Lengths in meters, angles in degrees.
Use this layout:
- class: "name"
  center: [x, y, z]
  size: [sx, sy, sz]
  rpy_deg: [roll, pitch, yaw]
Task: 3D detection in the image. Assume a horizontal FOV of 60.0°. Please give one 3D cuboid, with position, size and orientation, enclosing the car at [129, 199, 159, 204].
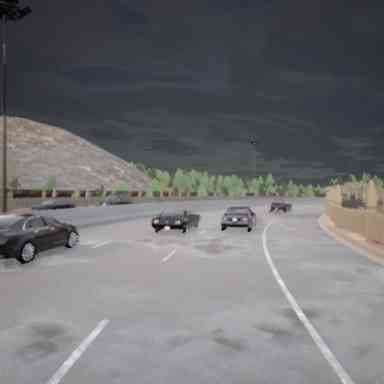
- class: "car"
  center: [-5.166, 1.725, 40.281]
  size: [1.895, 1.301, 4.718]
  rpy_deg: [0, 0, 24]

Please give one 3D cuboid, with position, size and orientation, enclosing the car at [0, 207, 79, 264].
- class: "car"
  center: [-5.868, 1.520, 12.003]
  size: [1.837, 1.490, 4.892]
  rpy_deg: [0, 0, 8]

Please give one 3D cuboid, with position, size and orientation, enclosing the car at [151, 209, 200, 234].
- class: "car"
  center: [-0.812, 1.672, 20.103]
  size: [1.895, 1.301, 4.718]
  rpy_deg: [0, 0, 13]

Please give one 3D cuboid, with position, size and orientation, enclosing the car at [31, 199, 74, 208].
- class: "car"
  center: [-14.699, 1.535, 35.267]
  size: [1.882, 1.535, 5.008]
  rpy_deg: [0, 0, 20]

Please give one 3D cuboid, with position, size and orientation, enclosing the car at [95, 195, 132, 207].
- class: "car"
  center: [-9.162, 1.325, 39.895]
  size: [2.150, 2.045, 5.566]
  rpy_deg: [0, 0, 23]

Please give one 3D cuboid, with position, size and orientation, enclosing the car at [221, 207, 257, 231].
- class: "car"
  center: [3.088, 1.643, 21.415]
  size: [2.033, 1.411, 5.357]
  rpy_deg: [0, 0, 15]

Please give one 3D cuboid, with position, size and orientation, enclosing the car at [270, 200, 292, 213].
- class: "car"
  center: [10.983, 1.711, 40.831]
  size: [1.837, 1.490, 4.892]
  rpy_deg: [0, 0, 28]
